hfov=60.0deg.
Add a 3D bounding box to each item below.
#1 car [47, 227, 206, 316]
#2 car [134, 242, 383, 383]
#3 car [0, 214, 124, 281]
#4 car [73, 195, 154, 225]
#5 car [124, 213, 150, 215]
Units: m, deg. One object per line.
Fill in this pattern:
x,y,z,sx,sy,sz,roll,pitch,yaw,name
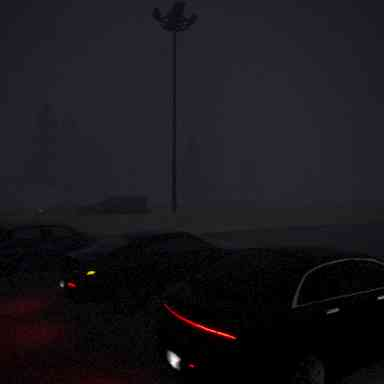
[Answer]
-0.525,1.547,7.510,4.674,1.442,1.812,1,0,-34,car
1.841,1.527,4.820,4.892,1.490,1.837,0,-1,-33,car
-4.199,1.560,9.428,5.357,1.411,2.033,0,0,-33,car
-5.882,1.278,25.113,5.566,2.045,2.150,0,0,-32,car
-5.254,1.551,21.338,4.892,1.490,1.837,0,0,-32,car
